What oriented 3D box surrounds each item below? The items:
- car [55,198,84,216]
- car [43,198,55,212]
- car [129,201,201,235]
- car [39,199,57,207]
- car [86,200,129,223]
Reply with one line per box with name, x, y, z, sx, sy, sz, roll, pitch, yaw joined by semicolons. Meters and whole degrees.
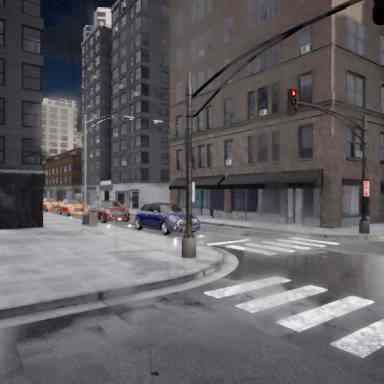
car;-12.313;1.502;34.610;2.097;1.767;4.553;0;0;-35
car;-17.924;1.543;42.487;2.097;1.767;4.553;0;0;-35
car;-1.514;1.420;19.459;2.097;1.767;4.553;0;0;-38
car;-24.835;1.864;57.164;1.895;1.301;4.718;0;0;-35
car;-6.713;1.460;26.741;2.097;1.767;4.553;0;0;-35
